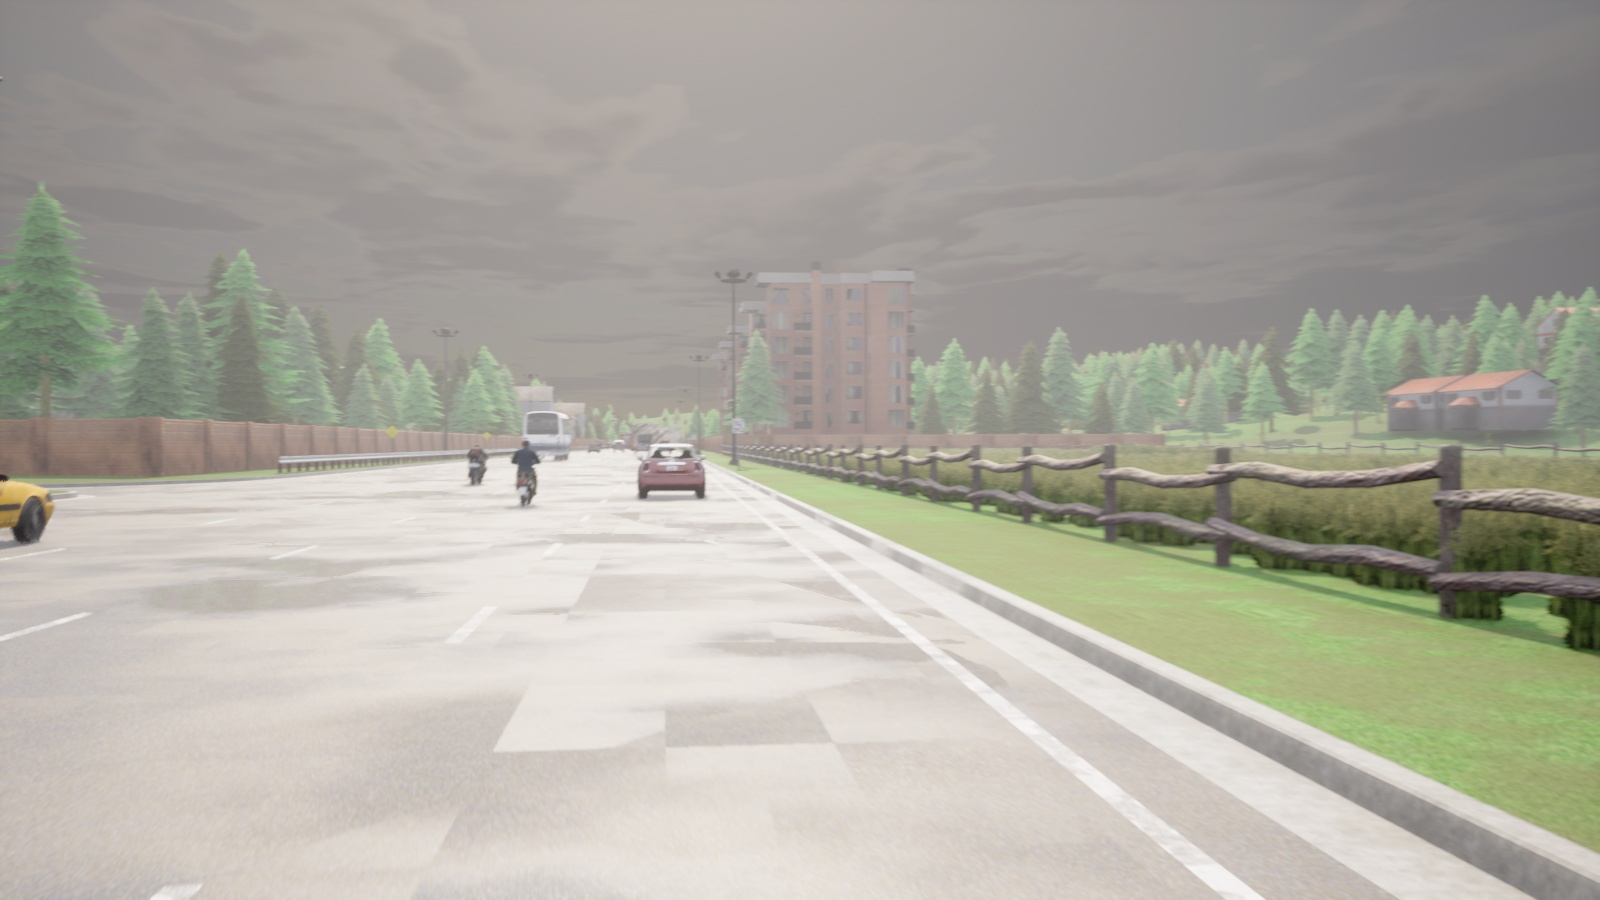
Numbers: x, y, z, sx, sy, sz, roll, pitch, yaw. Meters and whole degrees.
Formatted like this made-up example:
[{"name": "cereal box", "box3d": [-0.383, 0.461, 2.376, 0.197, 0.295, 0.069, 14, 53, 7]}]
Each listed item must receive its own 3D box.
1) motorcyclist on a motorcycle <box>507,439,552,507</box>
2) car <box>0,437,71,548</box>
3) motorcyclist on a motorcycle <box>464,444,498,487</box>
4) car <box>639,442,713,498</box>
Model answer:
[{"name": "motorcyclist on a motorcycle", "box3d": [-6.488, 0.535, 30.222, 0.866, 1.590, 1.817, 0, 0, -6]}, {"name": "car", "box3d": [-12.172, 0.601, 17.130, 1.801, 1.575, 5.366, 0, 0, -6]}, {"name": "motorcyclist on a motorcycle", "box3d": [-11.614, 0.534, 45.781, 0.866, 1.530, 2.191, 0, 0, -6]}, {"name": "car", "box3d": [-3.500, 0.515, 35.354, 1.970, 1.475, 3.806, 0, 0, -6]}]
